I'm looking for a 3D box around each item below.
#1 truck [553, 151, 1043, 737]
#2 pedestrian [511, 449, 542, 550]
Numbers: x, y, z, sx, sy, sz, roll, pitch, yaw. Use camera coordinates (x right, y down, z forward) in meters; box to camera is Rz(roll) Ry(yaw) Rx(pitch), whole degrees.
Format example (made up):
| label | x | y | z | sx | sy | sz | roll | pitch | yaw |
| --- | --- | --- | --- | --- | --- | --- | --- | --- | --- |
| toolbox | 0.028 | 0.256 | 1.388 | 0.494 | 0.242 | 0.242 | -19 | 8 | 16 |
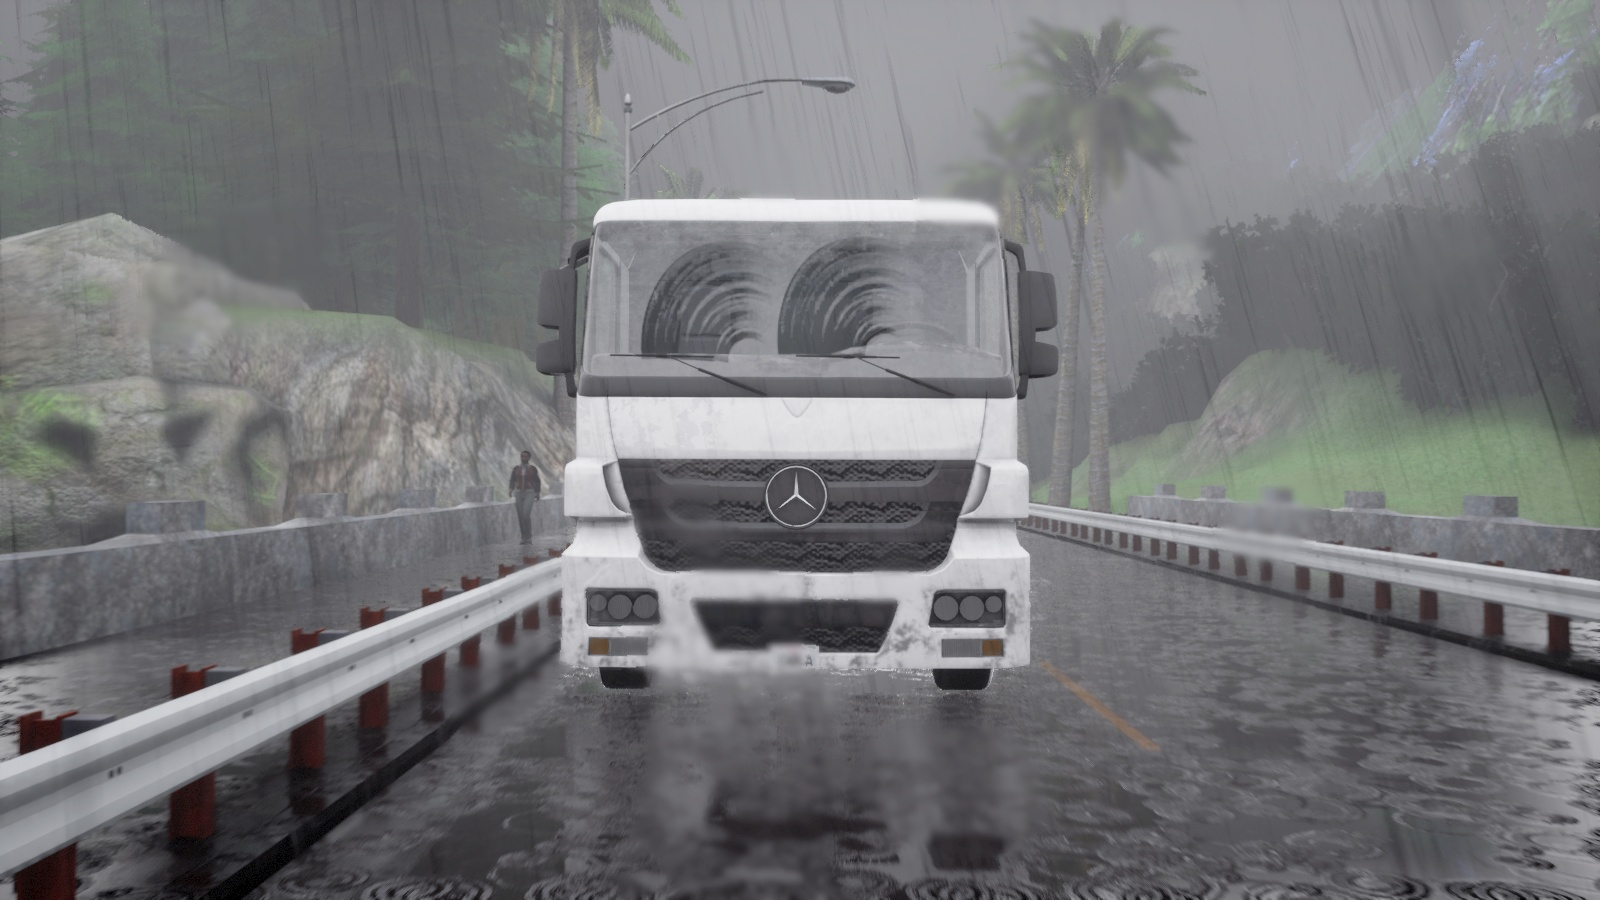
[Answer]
| label | x | y | z | sx | sy | sz | roll | pitch | yaw |
| --- | --- | --- | --- | --- | --- | --- | --- | --- | --- |
| truck | -0.028 | 0.024 | 11.407 | 2.891 | 3.462 | 7.936 | 0 | -1 | 0 |
| pedestrian | -5.334 | 0.956 | 24.484 | 0.402 | 1.930 | 0.666 | 0 | -1 | 5 |
